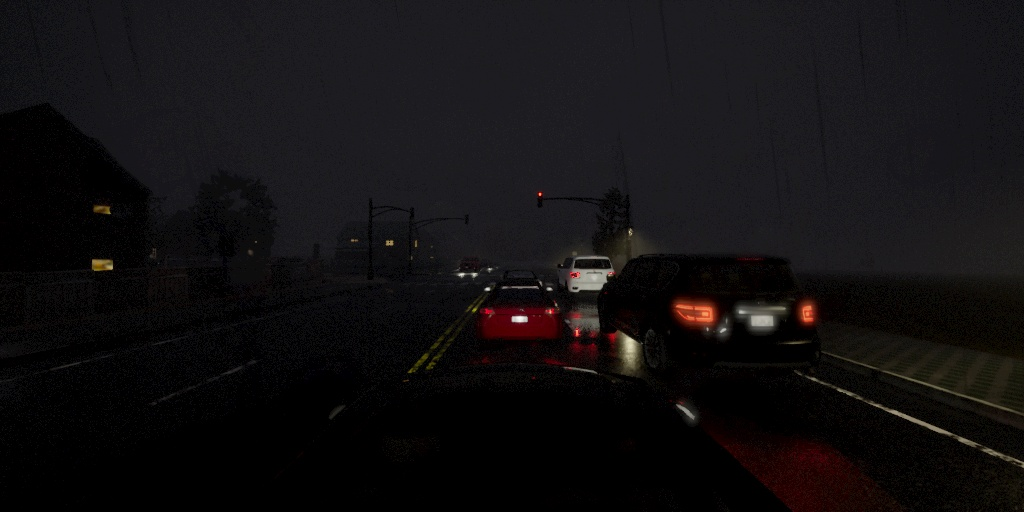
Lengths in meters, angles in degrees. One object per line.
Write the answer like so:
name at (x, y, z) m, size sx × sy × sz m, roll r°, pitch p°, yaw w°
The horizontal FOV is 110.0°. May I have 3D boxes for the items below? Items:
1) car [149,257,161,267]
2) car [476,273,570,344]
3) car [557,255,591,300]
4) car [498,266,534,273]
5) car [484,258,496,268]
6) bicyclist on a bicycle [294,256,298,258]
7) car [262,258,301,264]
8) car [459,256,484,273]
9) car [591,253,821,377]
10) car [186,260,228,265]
car at (-40.290, 0.625, 38.664) m, size 4.892 × 1.490 × 1.837 m, roll 1°, pitch -1°, yaw 16°
car at (0.177, 1.319, 9.659) m, size 1.994 × 1.385 × 4.181 m, roll 0°, pitch 0°, yaw 0°
car at (3.554, 0.983, 17.896) m, size 2.150 × 2.045 × 5.566 m, roll 0°, pitch 0°, yaw 1°
car at (0.342, 1.364, 18.469) m, size 1.895 × 1.301 × 4.718 m, roll 0°, pitch 0°, yaw -3°
car at (-4.452, 1.208, 61.322) m, size 2.097 × 1.767 × 4.553 m, roll 0°, pitch 0°, yaw 4°
bicyclist on a bicycle at (-24.188, 0.781, 40.246) m, size 0.582 × 1.620 × 1.656 m, roll 1°, pitch -1°, yaw 16°
car at (-20.871, 0.940, 33.229) m, size 4.892 × 1.490 × 1.837 m, roll 1°, pitch -1°, yaw 16°
car at (-5.373, 1.040, 46.418) m, size 2.150 × 2.045 × 5.566 m, roll 0°, pitch 0°, yaw 3°
car at (3.402, 0.974, 7.537) m, size 2.150 × 2.045 × 5.566 m, roll 0°, pitch 0°, yaw 0°
car at (-30.411, 0.829, 35.895) m, size 5.357 × 1.411 × 2.033 m, roll 1°, pitch -1°, yaw 16°
